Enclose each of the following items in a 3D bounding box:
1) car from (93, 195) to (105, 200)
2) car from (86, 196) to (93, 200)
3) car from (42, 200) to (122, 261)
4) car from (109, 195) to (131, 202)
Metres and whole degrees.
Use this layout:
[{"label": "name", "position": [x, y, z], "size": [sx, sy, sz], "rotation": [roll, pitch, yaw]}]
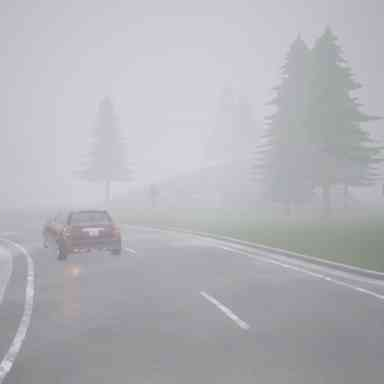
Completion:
[{"label": "car", "position": [-19.572, 1.470, 76.537], "size": [1.882, 1.535, 5.008], "rotation": [0, 0, 30]}, {"label": "car", "position": [-22.616, 1.470, 78.264], "size": [1.882, 1.535, 5.008], "rotation": [0, 0, 30]}, {"label": "car", "position": [-4.330, 1.363, 12.700], "size": [2.097, 1.767, 4.553], "rotation": [0, 0, -32]}, {"label": "car", "position": [-16.528, 1.492, 74.809], "size": [1.837, 1.490, 4.892], "rotation": [0, 0, 30]}]
